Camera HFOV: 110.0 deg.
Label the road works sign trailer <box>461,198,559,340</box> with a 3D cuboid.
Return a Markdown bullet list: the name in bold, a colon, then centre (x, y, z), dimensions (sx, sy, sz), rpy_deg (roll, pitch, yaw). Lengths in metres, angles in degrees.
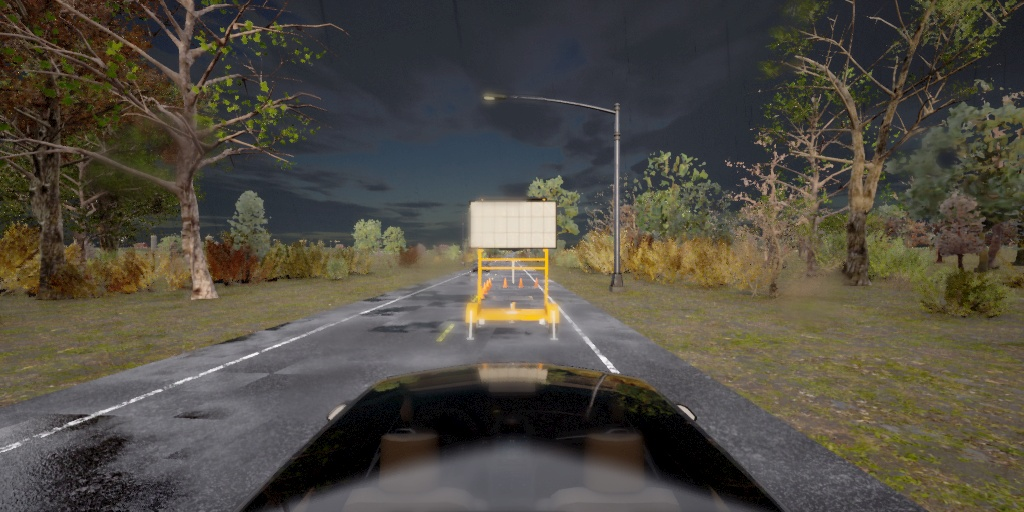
- **road works sign trailer**: centre (0.038, 0.211, 9.951), dimensions (2.380, 3.560, 2.880), rpy_deg (0, 0, 1)

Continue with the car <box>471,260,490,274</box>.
- **car**: centre (-3.580, 1.237, 41.586), dimensions (1.837, 1.490, 4.892), rpy_deg (0, 0, 0)
